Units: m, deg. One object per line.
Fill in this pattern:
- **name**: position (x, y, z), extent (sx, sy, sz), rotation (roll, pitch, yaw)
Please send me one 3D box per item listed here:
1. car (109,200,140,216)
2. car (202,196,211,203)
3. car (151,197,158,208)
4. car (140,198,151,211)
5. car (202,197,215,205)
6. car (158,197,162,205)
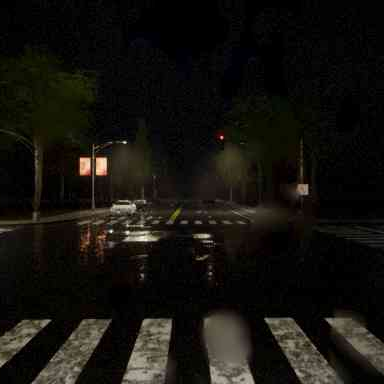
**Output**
- **car**: position (-6.620, 1.552, 32.364), extent (1.812, 1.442, 4.674), rotation (0, 0, 0)
- **car**: position (3.186, 1.713, 72.481), extent (1.812, 1.442, 4.674), rotation (0, 0, 0)
- **car**: position (-6.636, 1.611, 50.467), extent (1.812, 1.442, 4.674), rotation (0, 0, 0)
- **car**: position (-6.626, 1.649, 41.375), extent (1.895, 1.301, 4.718), rotation (0, 0, 0)
- **car**: position (3.293, 1.617, 62.047), extent (1.882, 1.535, 5.008), rotation (0, 0, 0)
- **car**: position (-6.613, 1.683, 61.120), extent (2.033, 1.411, 5.357), rotation (0, 0, 0)
